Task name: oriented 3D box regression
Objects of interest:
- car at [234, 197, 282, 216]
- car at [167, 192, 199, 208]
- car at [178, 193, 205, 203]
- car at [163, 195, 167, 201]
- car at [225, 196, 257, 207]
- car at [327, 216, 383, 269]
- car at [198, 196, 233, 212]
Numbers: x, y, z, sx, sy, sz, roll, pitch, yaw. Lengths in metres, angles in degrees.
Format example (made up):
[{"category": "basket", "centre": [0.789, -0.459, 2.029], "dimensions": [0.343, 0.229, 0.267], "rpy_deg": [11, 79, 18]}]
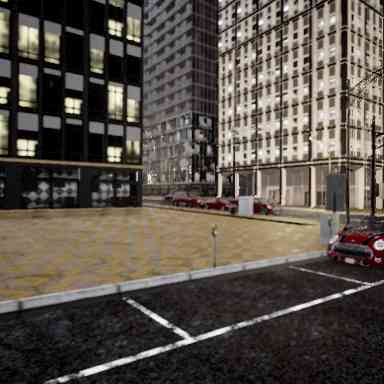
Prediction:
[{"category": "car", "centre": [6.145, 1.265, 29.906], "dimensions": [1.967, 1.590, 4.097], "rpy_deg": [2, 0, -36]}, {"category": "car", "centre": [-0.343, 0.925, 38.970], "dimensions": [2.192, 1.841, 5.009], "rpy_deg": [2, 0, -36]}, {"category": "car", "centre": [-0.168, 0.977, 53.107], "dimensions": [1.752, 1.417, 4.829], "rpy_deg": [2, 0, -36]}, {"category": "car", "centre": [-3.317, 0.914, 57.501], "dimensions": [1.947, 1.339, 4.313], "rpy_deg": [2, 0, -36]}, {"category": "car", "centre": [6.424, 1.252, 43.900], "dimensions": [1.802, 1.307, 4.206], "rpy_deg": [2, 0, -36]}, {"category": "car", "centre": [6.329, 1.541, 11.074], "dimensions": [4.097, 1.590, 1.967], "rpy_deg": [1, 0, -35]}, {"category": "car", "centre": [2.894, 1.299, 34.438], "dimensions": [1.802, 1.307, 4.206], "rpy_deg": [2, 0, -36]}]
